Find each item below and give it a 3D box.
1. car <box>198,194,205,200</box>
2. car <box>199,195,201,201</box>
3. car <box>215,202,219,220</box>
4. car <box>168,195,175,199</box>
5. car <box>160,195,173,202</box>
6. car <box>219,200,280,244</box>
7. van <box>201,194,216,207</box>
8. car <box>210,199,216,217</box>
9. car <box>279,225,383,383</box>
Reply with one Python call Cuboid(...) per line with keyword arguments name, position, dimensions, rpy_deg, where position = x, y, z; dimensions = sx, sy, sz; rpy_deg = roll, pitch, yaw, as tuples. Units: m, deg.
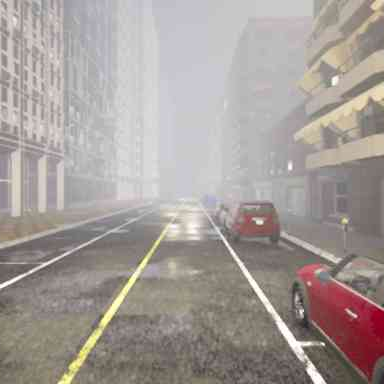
Cuboid(name="car", position=(2.596, 1.358, 89.166), dimensions=(1.752, 1.417, 4.829), rpy_deg=(0, 0, 0))
Cuboid(name="car", position=(2.634, 1.452, 55.105), dimensions=(1.947, 1.339, 4.313), rpy_deg=(0, 0, 0))
Cuboid(name="car", position=(2.670, 1.531, 21.213), dimensions=(1.802, 1.307, 4.206), rpy_deg=(0, 0, 0))
Cuboid(name="car", position=(-5.790, 1.414, 94.636), dimensions=(1.802, 1.307, 4.206), rpy_deg=(0, 0, 0))
Cuboid(name="car", position=(-5.766, 1.306, 72.042), dimensions=(1.967, 1.590, 4.097), rpy_deg=(0, 0, 0))
Cuboid(name="car", position=(2.677, 1.277, 15.564), dimensions=(2.192, 1.841, 5.009), rpy_deg=(0, 0, 0))
Cuboid(name="van", position=(2.639, 1.237, 49.455), dimensions=(1.690, 1.788, 3.998), rpy_deg=(0, 0, 0))
Cuboid(name="car", position=(2.664, 1.518, 26.862), dimensions=(1.802, 1.307, 4.206), rpy_deg=(0, 0, 0))
Cuboid(name="car", position=(2.688, 1.428, 4.267), dimensions=(1.967, 1.590, 4.097), rpy_deg=(0, 0, 0))
